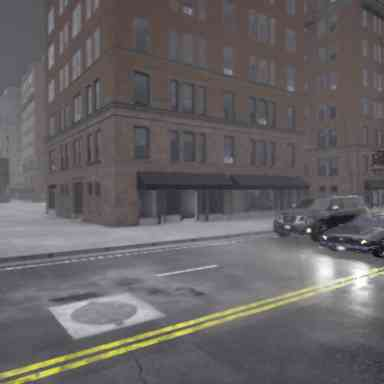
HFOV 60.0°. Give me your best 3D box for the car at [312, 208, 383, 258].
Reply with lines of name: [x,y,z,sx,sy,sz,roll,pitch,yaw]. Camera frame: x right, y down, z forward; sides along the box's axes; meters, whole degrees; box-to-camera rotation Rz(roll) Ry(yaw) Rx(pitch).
car: [7.222,1.512,12.829,5.357,1.411,2.033,0,0,-35]

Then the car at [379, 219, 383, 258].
car: [7.191,1.463,8.573,4.902,1.511,2.128,0,0,-35]

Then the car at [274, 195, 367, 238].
car: [6.458,1.182,16.280,5.566,2.045,2.150,0,0,-36]
